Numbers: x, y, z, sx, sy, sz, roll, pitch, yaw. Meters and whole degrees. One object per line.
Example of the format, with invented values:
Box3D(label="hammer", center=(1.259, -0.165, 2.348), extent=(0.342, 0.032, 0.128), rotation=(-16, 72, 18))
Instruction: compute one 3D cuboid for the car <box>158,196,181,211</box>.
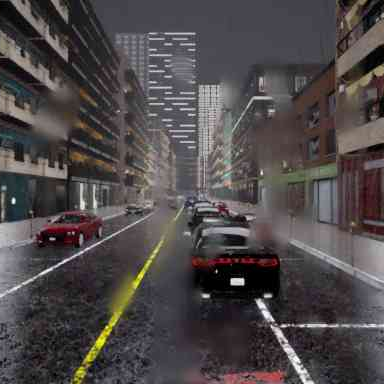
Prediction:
Box3D(label="car", center=(-2.840, 1.573, 41.390), extent=(2.033, 1.411, 5.357), rotation=(0, 0, 0))

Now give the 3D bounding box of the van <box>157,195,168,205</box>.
Box3D(label="van", center=(-5.293, 1.391, 60.416), extent=(1.690, 1.788, 3.998), rotation=(1, 0, 0))

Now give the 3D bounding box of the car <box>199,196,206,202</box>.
Box3D(label="car", center=(2.591, 1.620, 83.353), extent=(1.752, 1.417, 4.829), rotation=(0, 0, 0))

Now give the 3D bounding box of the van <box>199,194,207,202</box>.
Box3D(label="van", center=(2.591, 1.423, 77.494), extent=(1.690, 1.788, 3.998), rotation=(0, 0, 0))

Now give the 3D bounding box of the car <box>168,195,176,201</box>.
Box3D(label="car", center=(-5.288, 1.652, 88.866), extent=(1.887, 1.381, 4.507), rotation=(0, 0, 0))

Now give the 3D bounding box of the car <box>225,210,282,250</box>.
Box3D(label="car", center=(2.575, 1.587, 14.907), extent=(1.802, 1.307, 4.206), rotation=(1, 0, 0))

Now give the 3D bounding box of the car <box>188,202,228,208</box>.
Box3D(label="car", center=(0.829, 1.512, 18.521), extent=(1.837, 1.490, 4.892), rotation=(0, 0, 0))

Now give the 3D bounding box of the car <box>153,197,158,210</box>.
Box3D(label="car", center=(-5.299, 1.547, 37.488), extent=(1.752, 1.417, 4.829), rotation=(1, 0, 0))

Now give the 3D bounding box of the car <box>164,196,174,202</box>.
Box3D(label="car", center=(-5.291, 1.627, 77.486), extent=(1.887, 1.381, 4.507), rotation=(0, 0, 0))

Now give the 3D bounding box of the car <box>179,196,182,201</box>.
Box3D(label="car", center=(-2.732, 1.571, 76.184), extent=(2.128, 1.511, 4.902), rotation=(0, 0, 0))

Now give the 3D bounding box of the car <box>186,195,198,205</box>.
Box3D(label="car", center=(0.014, 1.400, 59.545), extent=(2.097, 1.767, 4.553), rotation=(0, 0, 0))

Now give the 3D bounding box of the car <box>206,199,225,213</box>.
Box3D(label="car", center=(2.581, 1.567, 37.667), extent=(1.887, 1.381, 4.507), rotation=(1, 0, 0))

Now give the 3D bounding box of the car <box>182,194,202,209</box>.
Box3D(label="car", center=(0.024, 1.382, 46.106), extent=(2.097, 1.767, 4.553), rotation=(0, 0, 0))

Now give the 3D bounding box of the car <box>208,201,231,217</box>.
Box3D(label="car", center=(2.579, 1.599, 31.977), extent=(1.802, 1.307, 4.206), rotation=(1, 0, 0))

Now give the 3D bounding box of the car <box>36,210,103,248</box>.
Box3D(label="car", center=(-5.304, 1.550, 14.897), extent=(1.887, 1.381, 4.507), rotation=(1, 0, 0))

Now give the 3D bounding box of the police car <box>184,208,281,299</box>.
Box3D(label="police car", center=(0.827, 1.427, 8.629), extent=(1.930, 1.638, 5.238), rotation=(0, 0, 0))

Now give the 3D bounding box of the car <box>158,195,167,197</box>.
Box3D(label="car", center=(-5.296, 1.586, 54.727), extent=(1.887, 1.381, 4.507), rotation=(1, 0, 0))

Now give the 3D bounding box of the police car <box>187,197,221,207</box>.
Box3D(label="police car", center=(0.831, 1.436, 24.630), extent=(1.930, 1.638, 5.238), rotation=(0, 0, 0))

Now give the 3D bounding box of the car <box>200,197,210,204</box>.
Box3D(label="car", center=(2.586, 1.641, 66.114), extent=(1.802, 1.307, 4.206), rotation=(0, 0, 0))

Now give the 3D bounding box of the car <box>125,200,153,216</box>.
Box3D(label="car", center=(-5.301, 1.568, 31.967), extent=(2.008, 1.369, 4.403), rotation=(1, 0, 0))
